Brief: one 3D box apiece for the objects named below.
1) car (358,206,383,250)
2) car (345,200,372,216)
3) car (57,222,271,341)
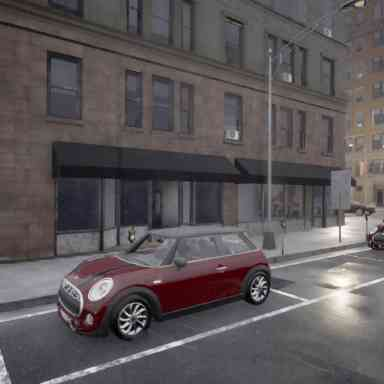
[{"bbox_3d":[8.555,1.445,12.813,4.097,1.590,1.967,0,0,-35],"label":"car"},{"bbox_3d":[14.774,1.403,31.720,1.882,1.535,5.008,1,0,-37],"label":"car"},{"bbox_3d":[-0.406,1.441,6.456,4.097,1.590,1.967,0,0,-35],"label":"car"}]
